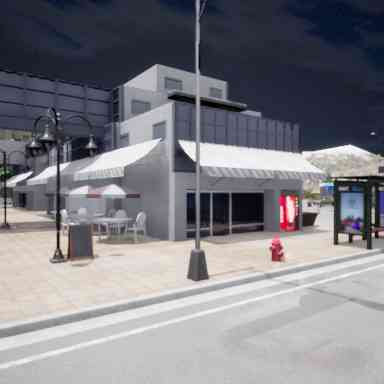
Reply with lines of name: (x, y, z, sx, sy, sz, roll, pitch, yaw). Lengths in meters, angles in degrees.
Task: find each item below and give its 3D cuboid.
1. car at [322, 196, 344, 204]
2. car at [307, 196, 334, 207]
car: (28.404, 1.512, 66.928, 4.514, 1.523, 2.007, 0, 0, -36)
car: (19.131, 1.361, 48.810, 5.027, 1.636, 2.152, 0, 0, -36)
